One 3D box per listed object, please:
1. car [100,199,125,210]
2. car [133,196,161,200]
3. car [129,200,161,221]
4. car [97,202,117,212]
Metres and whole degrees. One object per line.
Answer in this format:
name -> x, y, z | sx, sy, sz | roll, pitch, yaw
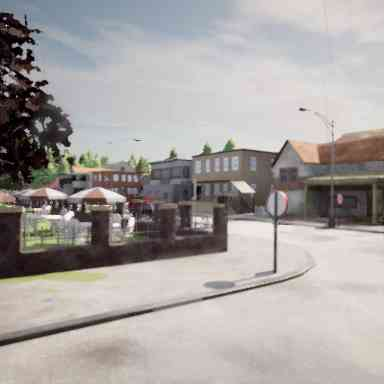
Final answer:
car -> -11.658, 1.787, 48.582 | 1.994, 1.385, 4.181 | 1, -1, -35
car -> -5.642, 1.444, 40.137 | 2.150, 2.045, 5.566 | 1, 0, -35
car -> -3.498, 1.720, 29.892 | 2.033, 1.411, 5.357 | 1, 0, -35
car -> -9.511, 1.665, 38.354 | 2.128, 1.511, 4.902 | 1, 0, -35
